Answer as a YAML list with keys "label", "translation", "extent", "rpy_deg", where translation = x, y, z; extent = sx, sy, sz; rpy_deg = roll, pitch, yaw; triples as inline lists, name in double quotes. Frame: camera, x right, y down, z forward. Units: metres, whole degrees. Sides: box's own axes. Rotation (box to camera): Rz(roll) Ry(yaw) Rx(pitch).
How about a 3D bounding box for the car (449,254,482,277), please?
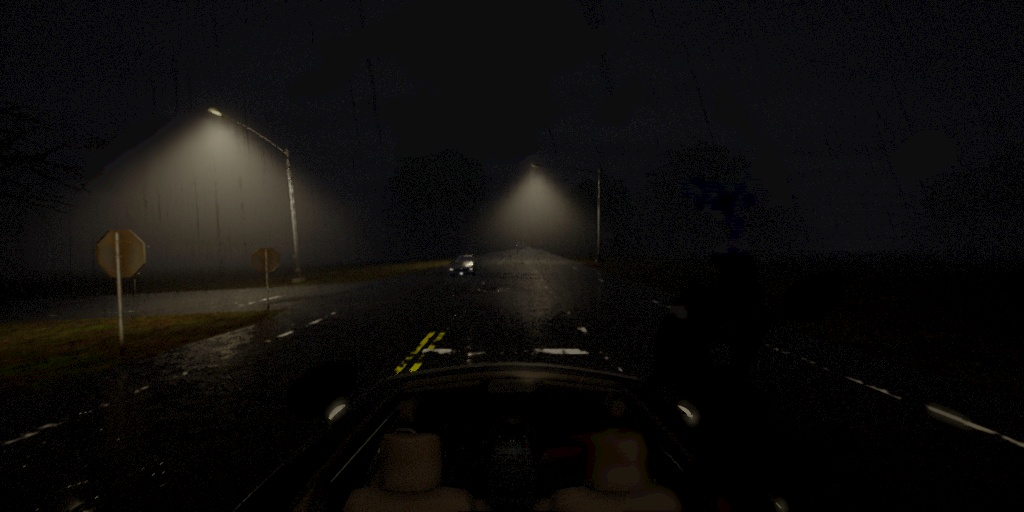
- label: "car"
  translation: [-3.369, 0.605, 26.809]
  extent: [2.033, 1.411, 5.357]
  rpy_deg: [-2, 4, 1]
